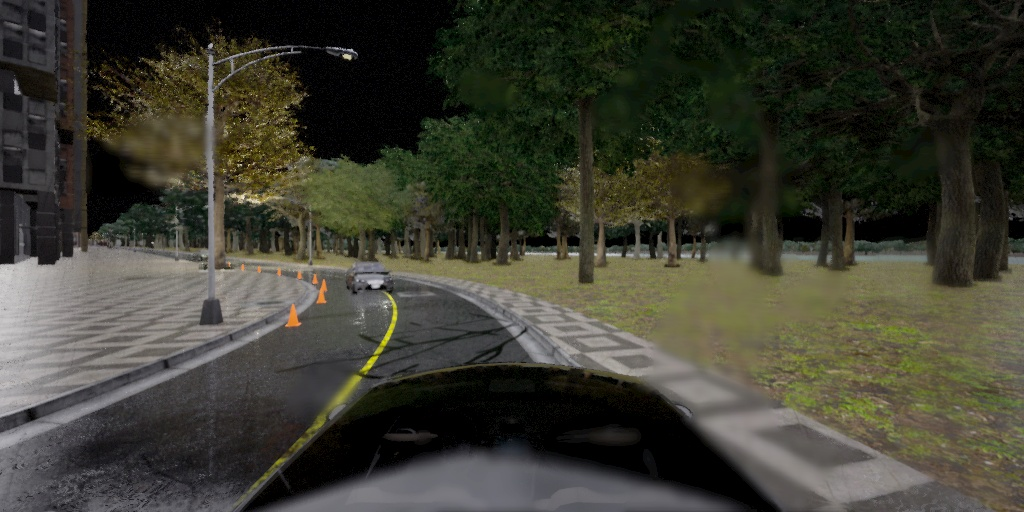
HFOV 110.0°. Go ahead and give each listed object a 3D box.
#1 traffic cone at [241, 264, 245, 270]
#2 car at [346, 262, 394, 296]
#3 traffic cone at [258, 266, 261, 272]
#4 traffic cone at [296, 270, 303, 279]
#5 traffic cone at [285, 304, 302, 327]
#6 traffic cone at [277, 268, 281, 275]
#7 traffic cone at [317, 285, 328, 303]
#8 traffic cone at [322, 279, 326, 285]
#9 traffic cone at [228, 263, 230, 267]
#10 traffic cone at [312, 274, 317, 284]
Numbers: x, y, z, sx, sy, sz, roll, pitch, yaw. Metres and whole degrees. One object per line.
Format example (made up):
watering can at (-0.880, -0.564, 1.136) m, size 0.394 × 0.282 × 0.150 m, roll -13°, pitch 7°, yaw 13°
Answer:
traffic cone at (-26.661, 1.074, 35.506) m, size 0.340 × 0.580 × 0.340 m, roll 0°, pitch 0°, yaw 39°
car at (-7.327, 1.065, 18.333) m, size 2.128 × 1.511 × 4.902 m, roll 0°, pitch 1°, yaw -29°
traffic cone at (-22.796, 1.168, 32.333) m, size 0.340 × 0.580 × 0.340 m, roll 0°, pitch 0°, yaw 39°
traffic cone at (-15.417, 1.344, 26.016) m, size 0.340 × 0.580 × 0.340 m, roll 0°, pitch 0°, yaw -45°
traffic cone at (-6.149, 1.653, 10.076) m, size 0.340 × 0.580 × 0.340 m, roll 0°, pitch 0°, yaw -16°
traffic cone at (-18.933, 1.260, 29.160) m, size 0.340 × 0.580 × 0.340 m, roll 0°, pitch 0°, yaw 39°
traffic cone at (-7.689, 1.585, 14.470) m, size 0.340 × 0.580 × 0.340 m, roll 0°, pitch 0°, yaw -23°
traffic cone at (-9.772, 1.504, 18.634) m, size 0.340 × 0.580 × 0.340 m, roll 0°, pitch 0°, yaw -30°
traffic cone at (-30.525, 0.970, 38.677) m, size 0.340 × 0.580 × 0.340 m, roll 0°, pitch 0°, yaw 39°
traffic cone at (-12.361, 1.424, 22.504) m, size 0.340 × 0.580 × 0.340 m, roll 0°, pitch 0°, yaw -37°
